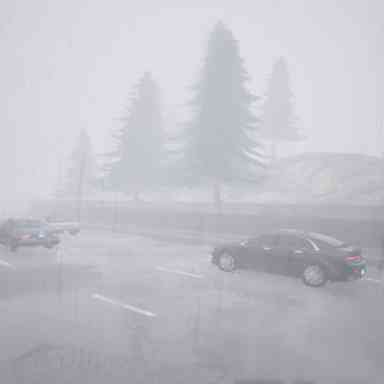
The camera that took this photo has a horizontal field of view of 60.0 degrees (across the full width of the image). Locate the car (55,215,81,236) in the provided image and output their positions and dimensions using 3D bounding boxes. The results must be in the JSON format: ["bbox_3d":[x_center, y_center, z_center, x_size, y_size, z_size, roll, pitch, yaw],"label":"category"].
[{"bbox_3d":[-9.202,2.175,21.945,1.895,1.301,4.718,3,-3,-44],"label":"car"}]

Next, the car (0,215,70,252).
[{"bbox_3d":[-8.206,1.931,15.937,5.357,1.411,2.033,-1,-3,44],"label":"car"}]

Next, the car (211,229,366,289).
[{"bbox_3d":[2.866,1.974,10.780,4.892,1.490,1.837,0,-2,39],"label":"car"}]
